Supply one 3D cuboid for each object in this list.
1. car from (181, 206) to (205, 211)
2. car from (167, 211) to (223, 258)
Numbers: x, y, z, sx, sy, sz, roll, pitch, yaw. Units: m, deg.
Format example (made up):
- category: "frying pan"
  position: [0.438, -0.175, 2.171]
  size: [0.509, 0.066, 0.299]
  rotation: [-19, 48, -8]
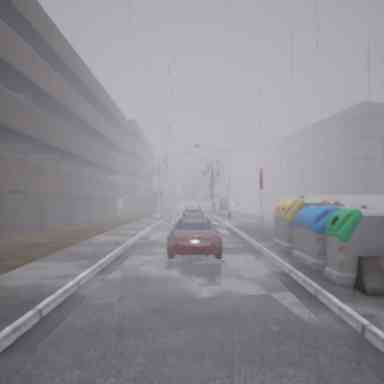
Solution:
- category: "car"
  position: [0.097, 1.947, 29.156]
  size: [2.128, 1.511, 4.902]
  rotation: [0, -2, 0]
- category: "car"
  position: [0.096, 1.658, 13.135]
  size: [1.994, 1.385, 4.181]
  rotation: [0, -1, 0]
